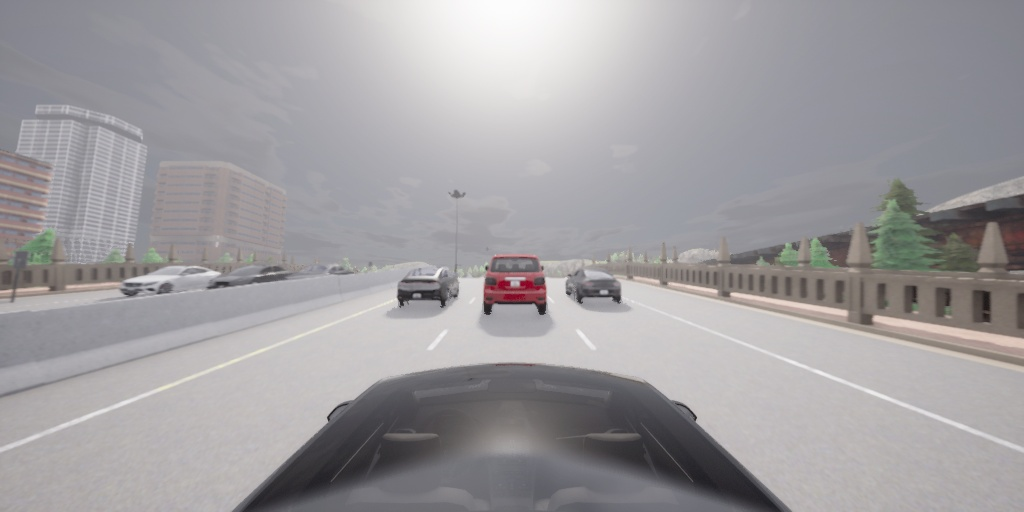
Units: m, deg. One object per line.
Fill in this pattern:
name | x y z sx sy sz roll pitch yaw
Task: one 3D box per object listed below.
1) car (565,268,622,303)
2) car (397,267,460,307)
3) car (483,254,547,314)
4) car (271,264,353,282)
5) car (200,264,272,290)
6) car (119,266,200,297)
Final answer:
car | 3.600 1.248 16.324 1.812 1.442 4.674 0 0 0
car | -3.401 1.216 15.268 2.128 1.511 4.902 0 0 0
car | 0.100 0.949 13.855 2.150 2.045 5.566 0 0 0
car | -10.594 1.207 19.992 2.128 1.511 4.902 0 0 0
car | -14.094 1.219 19.830 1.837 1.490 4.892 0 0 0
car | -17.595 1.243 18.889 1.812 1.442 4.674 0 0 0
